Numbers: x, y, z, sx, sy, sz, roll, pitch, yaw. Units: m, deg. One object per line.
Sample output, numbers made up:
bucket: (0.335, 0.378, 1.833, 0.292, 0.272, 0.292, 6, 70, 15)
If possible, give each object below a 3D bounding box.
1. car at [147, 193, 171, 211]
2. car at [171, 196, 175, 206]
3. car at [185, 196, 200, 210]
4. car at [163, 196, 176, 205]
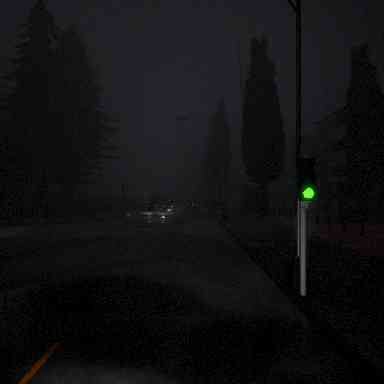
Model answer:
car: (-4.141, 1.221, 40.760, 2.150, 2.045, 5.566, 0, 0, 0)
car: (-4.136, 1.221, 51.197, 2.150, 2.045, 5.566, 0, 0, 0)
car: (0.062, 1.547, 42.092, 2.033, 1.411, 5.357, 0, 0, 0)
car: (-4.090, 1.547, 61.899, 2.033, 1.411, 5.357, 0, 0, 0)
